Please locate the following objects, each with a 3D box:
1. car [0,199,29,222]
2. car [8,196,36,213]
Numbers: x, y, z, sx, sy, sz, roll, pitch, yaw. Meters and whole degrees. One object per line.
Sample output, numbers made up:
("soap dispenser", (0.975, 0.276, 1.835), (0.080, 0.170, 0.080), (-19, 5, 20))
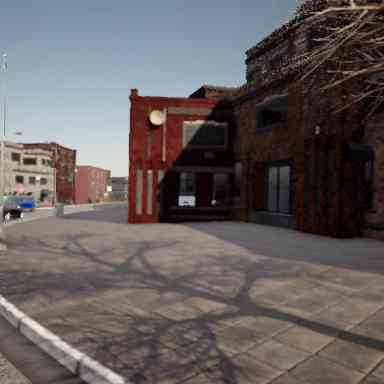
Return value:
("car", (-16.305, 1.682, 28.909), (1.882, 1.535, 5.008), (1, -1, -7))
("car", (-20.698, 1.493, 39.660), (2.150, 2.045, 5.566), (1, -1, -1))
